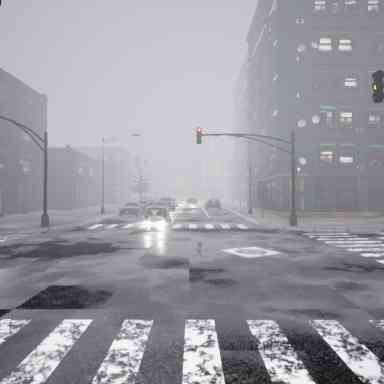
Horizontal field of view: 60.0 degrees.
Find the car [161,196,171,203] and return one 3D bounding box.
[{"bbox_3d":[-5.653,1.604,71.600,1.802,1.307,4.206,1,0,0],"label":"car"}]

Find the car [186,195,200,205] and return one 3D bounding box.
[{"bbox_3d":[0.020,1.495,59.466,1.882,1.535,5.008,0,0,0],"label":"car"}]

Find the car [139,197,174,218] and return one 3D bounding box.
[{"bbox_3d":[-3.088,1.500,29.946,2.128,1.511,4.902,0,0,0],"label":"car"}]

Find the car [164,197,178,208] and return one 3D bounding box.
[{"bbox_3d":[-3.074,1.540,49.838,1.812,1.442,4.674,0,0,0],"label":"car"}]

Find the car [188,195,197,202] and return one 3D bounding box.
[{"bbox_3d":[0.023,1.378,69.892,1.812,1.442,4.674,0,0,0],"label":"car"}]

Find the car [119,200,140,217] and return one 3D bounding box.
[{"bbox_3d":[-5.742,1.554,31.798,1.887,1.381,4.507,1,0,0],"label":"car"}]

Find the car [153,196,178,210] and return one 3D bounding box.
[{"bbox_3d":[-3.082,1.363,39.731,2.097,1.767,4.553,0,0,0],"label":"car"}]

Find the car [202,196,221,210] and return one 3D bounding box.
[{"bbox_3d":[2.720,1.452,43.225,1.967,1.590,4.097,1,0,0],"label":"car"}]
